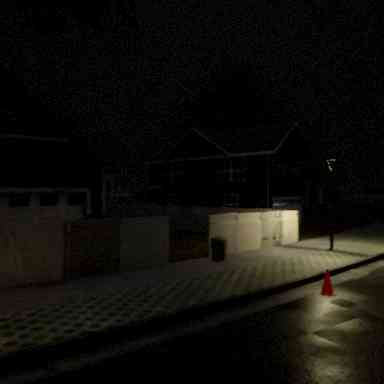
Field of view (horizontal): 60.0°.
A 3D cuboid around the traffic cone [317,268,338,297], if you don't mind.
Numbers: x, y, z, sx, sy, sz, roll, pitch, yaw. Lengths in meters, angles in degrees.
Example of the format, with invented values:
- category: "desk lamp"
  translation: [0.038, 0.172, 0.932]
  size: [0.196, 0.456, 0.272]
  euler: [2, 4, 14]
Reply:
- category: "traffic cone"
  translation: [3.105, 2.050, 7.622]
  size: [0.340, 0.580, 0.340]
  euler: [1, -1, -40]
